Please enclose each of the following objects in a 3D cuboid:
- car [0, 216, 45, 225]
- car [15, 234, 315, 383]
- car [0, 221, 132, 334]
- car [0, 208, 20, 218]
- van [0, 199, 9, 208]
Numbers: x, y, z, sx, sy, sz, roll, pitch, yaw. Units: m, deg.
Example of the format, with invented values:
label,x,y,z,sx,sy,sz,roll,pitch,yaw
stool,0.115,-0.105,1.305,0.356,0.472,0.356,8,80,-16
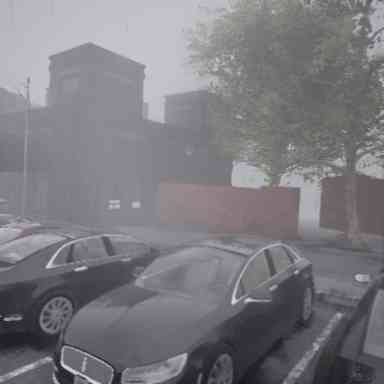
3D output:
label,x,y,z,sx,sy,sz,roll,pitch,yaw
car,-4.146,1.481,8.243,2.002,1.452,4.674,0,0,36
car,0.406,1.469,5.001,2.231,1.521,4.892,0,0,36
car,-1.977,1.455,6.686,2.231,1.521,4.892,0,0,36
car,-6.414,1.429,9.868,2.231,1.521,4.892,1,0,36
van,-8.758,1.182,11.389,1.878,1.987,4.442,1,1,36
